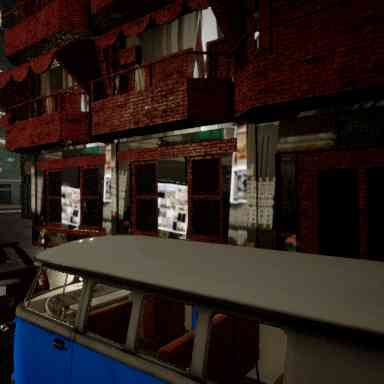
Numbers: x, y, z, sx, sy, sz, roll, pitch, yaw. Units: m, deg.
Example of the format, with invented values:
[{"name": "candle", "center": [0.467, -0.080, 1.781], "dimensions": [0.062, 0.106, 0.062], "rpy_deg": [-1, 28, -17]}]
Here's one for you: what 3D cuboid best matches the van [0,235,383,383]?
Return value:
[{"name": "van", "center": [0.184, 1.341, 2.604], "dimensions": [3.998, 1.788, 1.690], "rpy_deg": [0, -1, 36]}]
